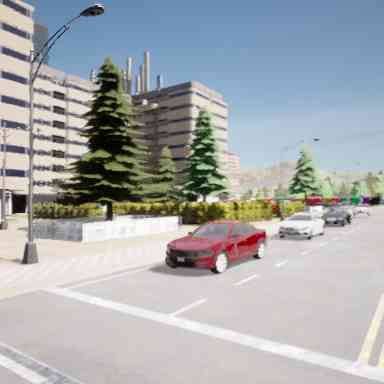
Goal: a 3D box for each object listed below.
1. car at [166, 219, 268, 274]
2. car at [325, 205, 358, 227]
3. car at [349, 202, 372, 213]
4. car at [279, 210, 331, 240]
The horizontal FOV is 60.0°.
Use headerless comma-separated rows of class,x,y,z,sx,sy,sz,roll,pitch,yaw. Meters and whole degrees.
car,1.078,1.793,12.024,1.882,1.535,5.008,-1,-2,35
car,12.625,2.166,28.879,2.128,1.511,4.902,-1,-2,34
car,21.279,2.184,41.383,1.812,1.442,4.674,-1,-2,34
car,6.883,2.022,20.479,1.812,1.442,4.674,-1,-2,34
